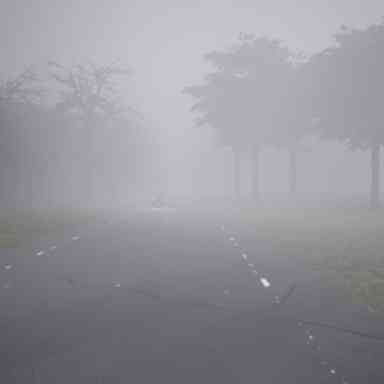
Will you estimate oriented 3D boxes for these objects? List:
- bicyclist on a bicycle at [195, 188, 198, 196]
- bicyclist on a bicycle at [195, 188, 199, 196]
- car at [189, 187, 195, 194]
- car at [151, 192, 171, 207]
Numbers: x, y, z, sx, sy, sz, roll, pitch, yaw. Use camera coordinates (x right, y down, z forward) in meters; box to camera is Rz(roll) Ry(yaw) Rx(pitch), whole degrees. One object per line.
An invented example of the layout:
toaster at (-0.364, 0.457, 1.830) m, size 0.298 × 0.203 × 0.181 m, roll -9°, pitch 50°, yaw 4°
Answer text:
bicyclist on a bicycle at (0.981, 0.036, 76.554) m, size 0.659 × 1.776 × 1.843 m, roll 0°, pitch 2°, yaw 0°
bicyclist on a bicycle at (0.980, 0.304, 67.975) m, size 0.866 × 1.612 × 1.509 m, roll 0°, pitch 1°, yaw 0°
car at (0.023, -0.242, 93.637) m, size 2.033 × 1.411 × 5.357 m, roll 0°, pitch 2°, yaw 0°
car at (-3.581, 0.810, 39.205) m, size 2.097 × 1.767 × 4.553 m, roll 0°, pitch 1°, yaw 0°
